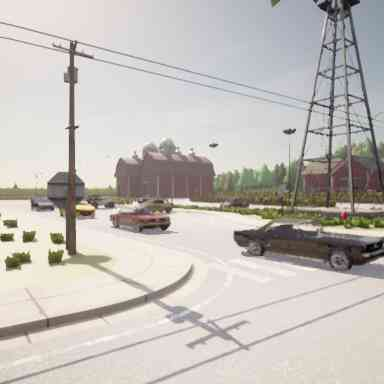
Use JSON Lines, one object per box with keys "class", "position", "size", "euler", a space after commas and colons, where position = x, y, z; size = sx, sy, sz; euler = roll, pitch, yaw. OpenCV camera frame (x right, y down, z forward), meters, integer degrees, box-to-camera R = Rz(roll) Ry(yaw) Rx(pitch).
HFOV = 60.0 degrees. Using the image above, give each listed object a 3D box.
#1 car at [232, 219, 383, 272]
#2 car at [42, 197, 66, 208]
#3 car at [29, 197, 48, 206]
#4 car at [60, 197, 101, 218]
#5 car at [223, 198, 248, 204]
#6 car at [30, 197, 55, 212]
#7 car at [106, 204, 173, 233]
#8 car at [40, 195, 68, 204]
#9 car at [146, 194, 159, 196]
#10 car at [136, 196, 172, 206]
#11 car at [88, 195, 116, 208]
{"class": "car", "position": [3.733, 1.599, 11.093], "size": [1.895, 1.301, 4.718], "euler": [0, 0, -44]}
{"class": "car", "position": [-20.474, 1.488, 49.297], "size": [2.128, 1.511, 4.902], "euler": [0, 0, -37]}
{"class": "car", "position": [-26.652, 1.544, 57.613], "size": [2.033, 1.411, 5.357], "euler": [0, 0, -37]}
{"class": "car", "position": [-10.019, 1.475, 29.018], "size": [1.882, 1.535, 5.008], "euler": [0, 0, -37]}
{"class": "car", "position": [5.589, 1.513, 43.287], "size": [3.905, 1.438, 1.784], "euler": [0, 0, -36]}
{"class": "car", "position": [-17.780, 1.545, 39.516], "size": [2.033, 1.411, 5.357], "euler": [0, 0, -36]}
{"class": "car", "position": [-3.159, 1.598, 19.778], "size": [1.895, 1.301, 4.718], "euler": [0, 0, -37]}
{"class": "car", "position": [-26.833, 1.476, 64.762], "size": [4.611, 1.667, 2.242], "euler": [0, 0, -36]}
{"class": "car", "position": [-7.855, 1.303, 61.303], "size": [4.605, 1.855, 1.932], "euler": [0, 0, -36]}
{"class": "car", "position": [-4.077, 1.501, 34.713], "size": [4.193, 1.474, 1.816], "euler": [0, 0, -36]}
{"class": "car", "position": [-12.512, 1.309, 45.246], "size": [3.866, 1.878, 1.905], "euler": [0, 0, -36]}
